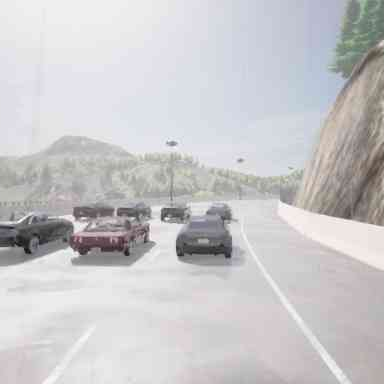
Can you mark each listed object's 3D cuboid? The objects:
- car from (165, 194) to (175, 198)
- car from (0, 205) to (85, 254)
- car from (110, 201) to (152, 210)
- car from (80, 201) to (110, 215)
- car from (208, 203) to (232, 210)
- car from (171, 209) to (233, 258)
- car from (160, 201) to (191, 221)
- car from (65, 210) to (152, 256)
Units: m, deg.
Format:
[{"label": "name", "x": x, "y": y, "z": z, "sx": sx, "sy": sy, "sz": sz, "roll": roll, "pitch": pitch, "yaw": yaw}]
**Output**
[{"label": "car", "x": -6.951, "y": 1.311, "z": 87.045, "sx": 2.097, "sy": 1.767, "sz": 4.553, "roll": 0, "pitch": 0, "yaw": 27}, {"label": "car", "x": -6.446, "y": 1.495, "z": 13.405, "sx": 2.128, "sy": 1.511, "sz": 4.902, "roll": 0, "pitch": 0, "yaw": 5}, {"label": "car", "x": -4.706, "y": 1.516, "z": 27.564, "sx": 1.837, "sy": 1.490, "sz": 4.892, "roll": 0, "pitch": 0, "yaw": 9}, {"label": "car", "x": -8.159, "y": 1.485, "z": 28.135, "sx": 1.882, "sy": 1.535, "sz": 5.008, "roll": 0, "pitch": 0, "yaw": 9}, {"label": "car", "x": 2.200, "y": 1.572, "z": 26.421, "sx": 1.994, "sy": 1.385, "sz": 4.181, "roll": 0, "pitch": 0, "yaw": 9}, {"label": "car", "x": 0.531, "y": 1.572, "z": 12.842, "sx": 1.994, "sy": 1.385, "sz": 4.181, "roll": 0, "pitch": 0, "yaw": 5}, {"label": "car", "x": -1.253, "y": 1.516, "z": 26.993, "sx": 1.837, "sy": 1.490, "sz": 4.892, "roll": 0, "pitch": 0, "yaw": 9}, {"label": "car", "x": -2.955, "y": 1.616, "z": 13.153, "sx": 1.895, "sy": 1.301, "sz": 4.718, "roll": 0, "pitch": 0, "yaw": 5}]
